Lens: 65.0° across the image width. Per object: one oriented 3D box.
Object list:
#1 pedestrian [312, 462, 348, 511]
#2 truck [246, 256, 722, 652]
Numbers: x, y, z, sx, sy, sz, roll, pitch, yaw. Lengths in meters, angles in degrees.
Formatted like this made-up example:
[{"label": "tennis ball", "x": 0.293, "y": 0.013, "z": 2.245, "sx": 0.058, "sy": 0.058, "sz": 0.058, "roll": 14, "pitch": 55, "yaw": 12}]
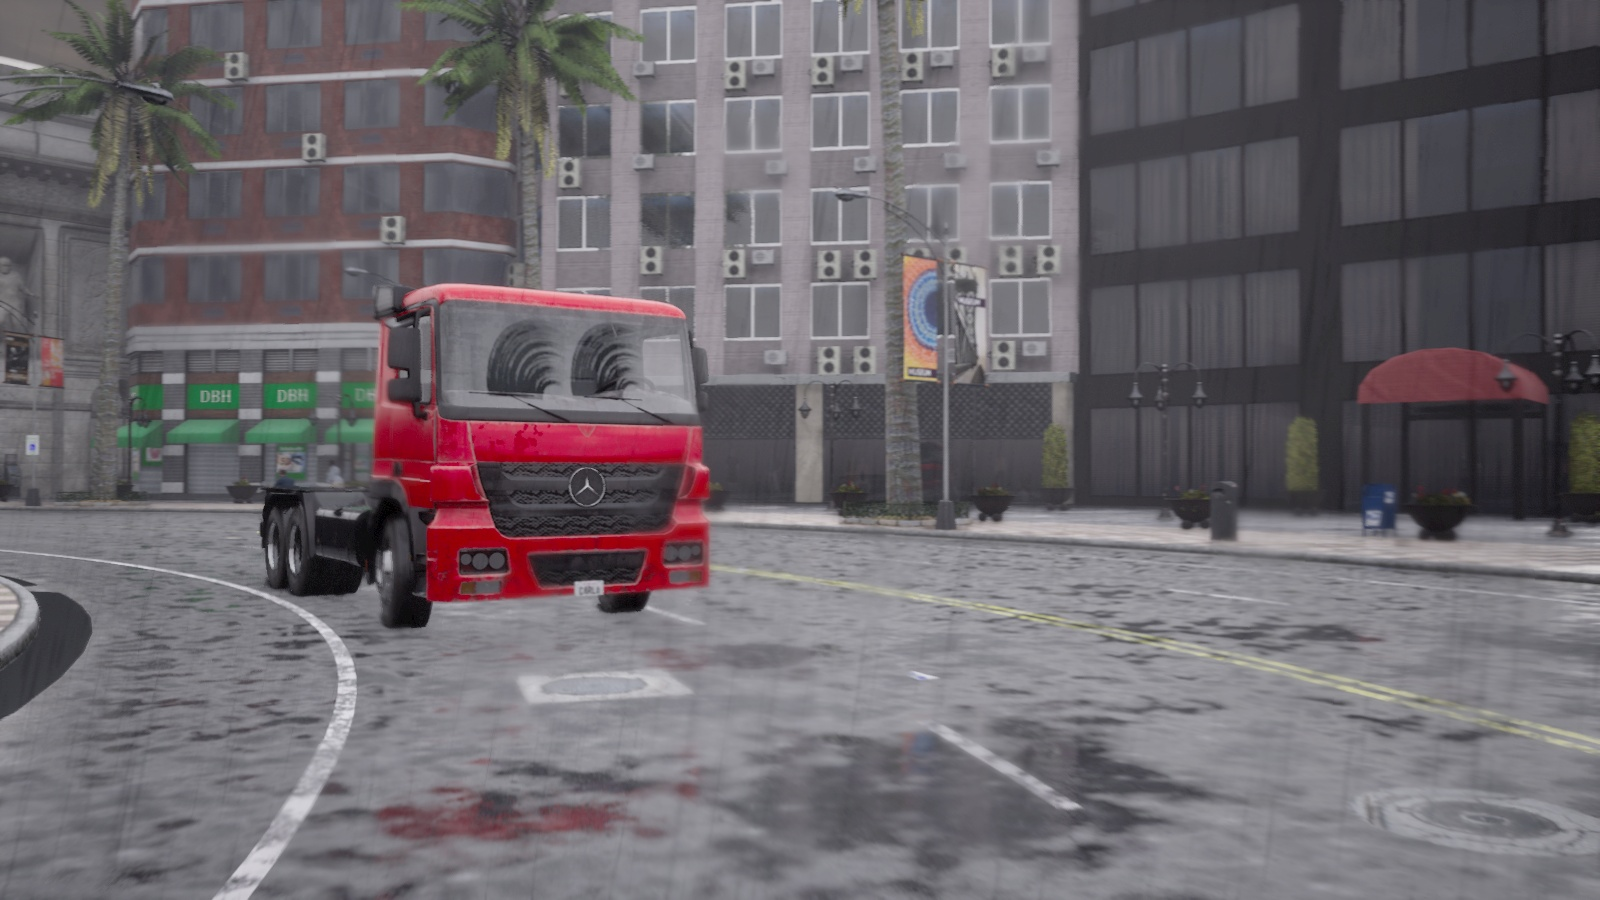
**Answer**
[{"label": "pedestrian", "x": -17.868, "y": 1.372, "z": 47.744, "sx": 0.900, "sy": 1.855, "sz": 0.874, "roll": -1, "pitch": -1, "yaw": 20}, {"label": "truck", "x": -4.251, "y": 0.109, "z": 15.062, "sx": 2.891, "sy": 3.462, "sz": 7.936, "roll": 0, "pitch": -1, "yaw": -35}]
